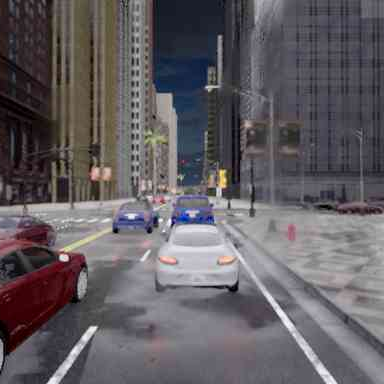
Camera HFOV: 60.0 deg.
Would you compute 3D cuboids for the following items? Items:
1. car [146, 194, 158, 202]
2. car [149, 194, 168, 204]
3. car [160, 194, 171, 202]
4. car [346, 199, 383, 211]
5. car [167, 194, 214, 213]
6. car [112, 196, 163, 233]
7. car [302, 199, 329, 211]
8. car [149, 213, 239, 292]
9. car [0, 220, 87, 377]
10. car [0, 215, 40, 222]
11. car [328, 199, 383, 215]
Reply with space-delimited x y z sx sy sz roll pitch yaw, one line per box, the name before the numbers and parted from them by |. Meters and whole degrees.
car | -9.648 1.394 79.903 2.150 2.045 5.566 0 0 0
car | -6.442 1.319 64.471 2.150 2.045 5.566 0 0 1
car | -6.398 1.397 80.303 2.150 2.045 5.566 0 0 0
car | 20.875 1.509 39.415 4.313 1.339 1.947 0 0 -1
car | 0.050 1.193 18.427 2.150 2.045 5.566 0 0 1
car | -3.125 1.324 19.326 2.097 1.767 4.553 0 0 0
car | 15.235 1.527 39.334 4.313 1.339 1.947 0 0 -1
car | 0.111 1.503 8.727 1.812 1.442 4.674 0 0 0
car | -3.143 1.461 5.093 1.882 1.535 5.008 0 0 0
car | -6.572 1.536 11.945 1.994 1.385 4.181 0 0 0
car | 15.354 1.472 30.810 4.206 1.307 1.802 0 0 -1
